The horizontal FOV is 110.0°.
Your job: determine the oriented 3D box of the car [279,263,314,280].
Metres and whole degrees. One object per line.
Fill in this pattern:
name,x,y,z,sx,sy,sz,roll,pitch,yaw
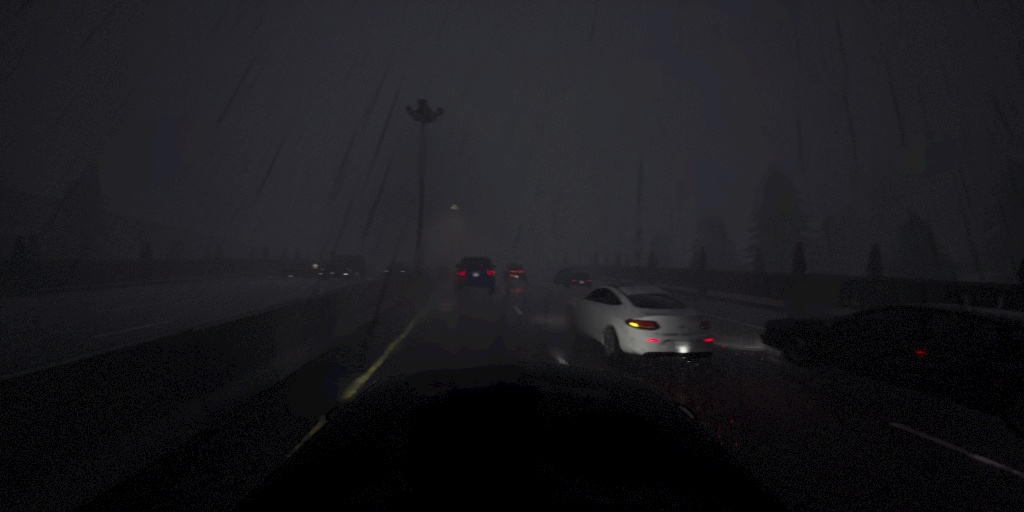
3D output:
car,-17.361,1.254,29.975,1.895,1.301,4.718,1,0,-6

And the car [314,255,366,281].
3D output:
car,-13.808,0.934,29.717,2.150,2.045,5.566,1,0,-6

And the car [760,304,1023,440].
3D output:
car,6.562,1.444,5.359,2.033,1.411,5.357,1,0,-6

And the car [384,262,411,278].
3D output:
car,-10.756,1.324,34.116,1.812,1.442,4.674,1,0,-6

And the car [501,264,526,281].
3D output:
car,0.134,1.486,32.824,1.837,1.490,4.892,1,0,-6

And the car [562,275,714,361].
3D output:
car,2.712,1.376,8.487,1.812,1.442,4.674,1,0,-6

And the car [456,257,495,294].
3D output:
car,-2.173,1.080,21.438,2.150,2.045,5.566,1,0,-6

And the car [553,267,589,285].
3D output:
car,4.370,1.531,26.054,1.812,1.442,4.674,1,0,-6
